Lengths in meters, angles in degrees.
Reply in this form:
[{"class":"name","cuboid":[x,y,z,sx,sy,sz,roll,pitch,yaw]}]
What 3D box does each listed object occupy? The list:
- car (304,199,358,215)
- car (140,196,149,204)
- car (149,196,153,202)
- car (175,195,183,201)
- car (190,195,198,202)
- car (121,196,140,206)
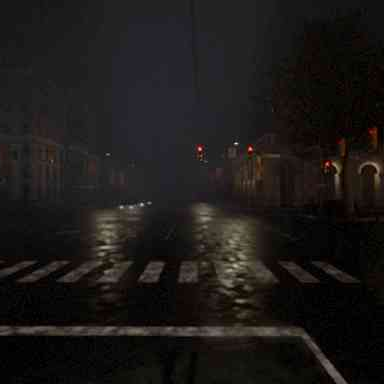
[{"class":"car","cuboid":[13.719,1.470,32.943,5.008,1.535,1.882,0,0,1]},{"class":"car","cuboid":[-10.289,1.586,65.201,1.895,1.301,4.718,0,0,1]},{"class":"car","cuboid":[-10.115,1.578,75.463,1.895,1.301,4.718,0,0,1]},{"class":"car","cuboid":[-3.068,1.431,78.785,2.128,1.511,4.902,0,0,1]},{"class":"car","cuboid":[0.431,1.432,78.739,2.128,1.511,4.902,0,0,1]},{"class":"car","cuboid":[-10.378,1.465,55.271,1.882,1.535,5.008,0,0,1]}]
